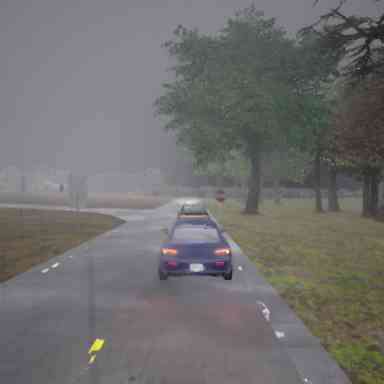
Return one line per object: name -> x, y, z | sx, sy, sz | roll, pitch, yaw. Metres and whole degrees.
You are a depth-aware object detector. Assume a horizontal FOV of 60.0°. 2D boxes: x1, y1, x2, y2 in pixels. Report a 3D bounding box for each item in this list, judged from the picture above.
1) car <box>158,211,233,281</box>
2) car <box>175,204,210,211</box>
car -> 0.085, 1.493, 9.613 | 1.812, 1.442, 4.674 | 0, 0, 0
car -> 0.051, 1.429, 19.154 | 2.128, 1.511, 4.902 | 0, 0, -2
